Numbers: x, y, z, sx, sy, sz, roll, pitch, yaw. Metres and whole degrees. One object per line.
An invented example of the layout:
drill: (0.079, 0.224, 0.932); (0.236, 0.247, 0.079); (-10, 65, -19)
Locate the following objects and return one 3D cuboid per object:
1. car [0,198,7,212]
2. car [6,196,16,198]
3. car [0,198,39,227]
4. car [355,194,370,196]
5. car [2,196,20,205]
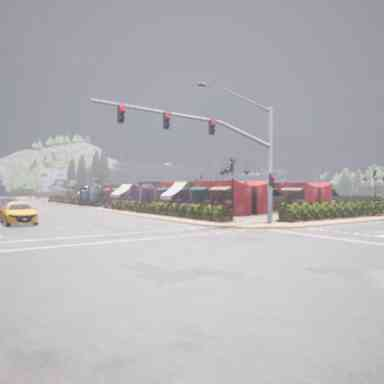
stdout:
car: (-22.955, 1.449, 38.876); (1.812, 1.442, 4.674); (0, 0, -35)
car: (-17.354, 1.441, 30.786); (2.128, 1.511, 4.902); (0, 0, -35)
car: (-11.972, 1.453, 23.030); (1.882, 1.535, 5.008); (0, 0, -35)
car: (30.266, 1.329, 60.427); (1.932, 1.855, 4.605); (0, 0, -35)
car: (-30.733, 1.434, 56.373); (2.033, 1.411, 5.357); (0, 0, -35)
